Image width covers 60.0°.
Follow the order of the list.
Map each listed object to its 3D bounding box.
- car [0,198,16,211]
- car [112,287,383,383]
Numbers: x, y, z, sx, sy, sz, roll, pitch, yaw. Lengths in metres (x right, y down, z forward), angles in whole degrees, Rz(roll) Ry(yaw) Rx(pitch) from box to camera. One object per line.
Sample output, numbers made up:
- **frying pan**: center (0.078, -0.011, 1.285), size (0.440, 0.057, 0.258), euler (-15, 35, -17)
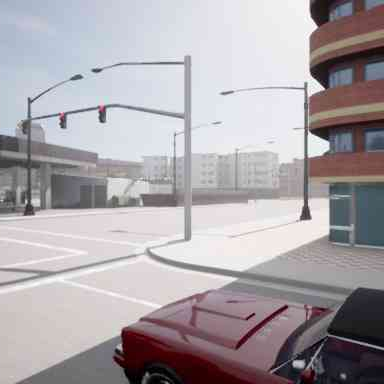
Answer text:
- **car**: center (-22.368, 1.440, 38.855), size (3.806, 1.475, 1.970), euler (0, 0, 36)
- **car**: center (1.498, 1.601, 2.905), size (4.718, 1.301, 1.895), euler (0, 0, 36)
